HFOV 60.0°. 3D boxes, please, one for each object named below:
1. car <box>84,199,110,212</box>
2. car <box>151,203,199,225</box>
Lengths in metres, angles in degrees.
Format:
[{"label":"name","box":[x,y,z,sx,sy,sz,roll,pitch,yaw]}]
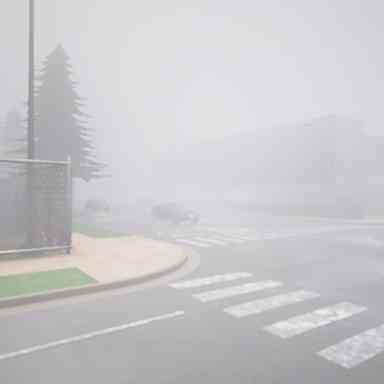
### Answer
[{"label":"car","box":[-11.356,1.572,39.542,2.128,1.511,4.902,0,0,-35]},{"label":"car","box":[-1.363,1.571,25.183,2.128,1.511,4.902,0,0,-35]}]
